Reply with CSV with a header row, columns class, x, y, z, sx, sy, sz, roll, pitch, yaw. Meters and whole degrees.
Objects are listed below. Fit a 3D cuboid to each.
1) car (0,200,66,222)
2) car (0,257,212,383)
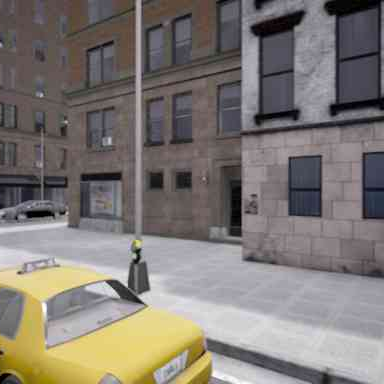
class,x,y,z,sx,sy,sz,roll,pitch,yaw
car,-11.933,1.389,25.184,2.128,1.511,4.902,0,0,32
car,-2.095,1.523,4.233,4.829,1.417,1.752,0,0,34
